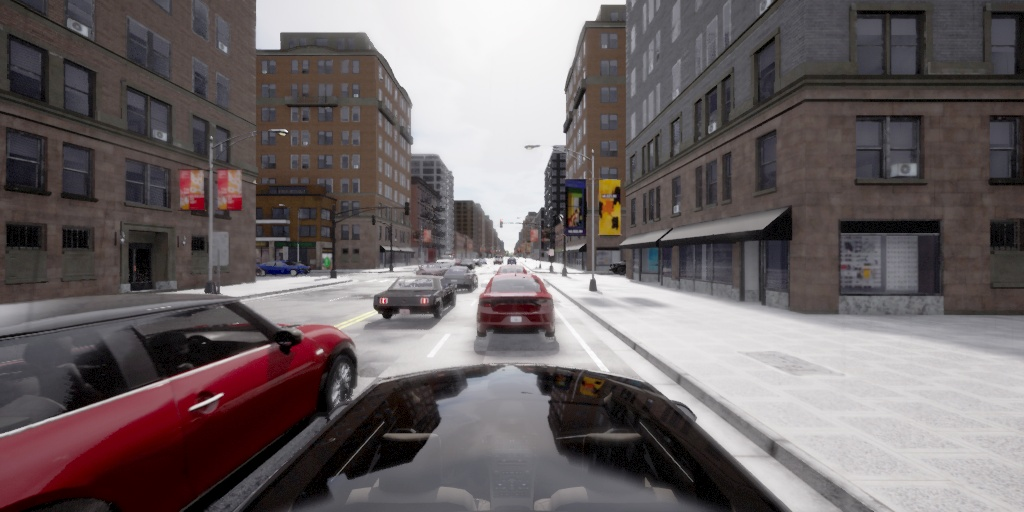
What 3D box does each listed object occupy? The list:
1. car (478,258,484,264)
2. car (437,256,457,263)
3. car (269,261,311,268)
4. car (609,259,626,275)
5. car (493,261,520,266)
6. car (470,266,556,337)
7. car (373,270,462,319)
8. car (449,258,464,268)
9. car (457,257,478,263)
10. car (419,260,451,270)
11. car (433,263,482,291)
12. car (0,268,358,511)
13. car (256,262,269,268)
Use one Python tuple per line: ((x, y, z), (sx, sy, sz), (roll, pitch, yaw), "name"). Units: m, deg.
((-6.574, 1.339, 64.041), (1.895, 1.301, 4.718), (0, 0, 0), "car")
((-9.835, 0.964, 53.621), (2.150, 2.045, 5.566), (0, 0, 2), "car")
((-22.757, 1.218, 35.638), (5.008, 1.535, 1.882), (0, 0, 0), "car")
((13.364, 1.009, 38.767), (5.566, 2.045, 2.150), (0, 0, 0), "car")
((-0.004, 1.227, 19.865), (1.882, 1.535, 5.008), (0, 0, 0), "car")
((0.099, 1.227, 10.293), (1.882, 1.535, 5.008), (0, 0, 0), "car")
((-3.153, 1.350, 12.768), (1.895, 1.301, 4.718), (0, 0, 0), "car")
((-9.828, 1.216, 63.660), (1.882, 1.535, 5.008), (0, 0, 0), "car")
((-6.605, 1.221, 53.366), (1.882, 1.535, 5.008), (0, 0, -1), "car")
((-6.606, 1.309, 29.570), (1.994, 1.385, 4.181), (0, 0, 0), "car")
((-3.157, 1.313, 21.525), (1.994, 1.385, 4.181), (0, 0, 0), "car")
((-3.153, 1.101, 3.073), (2.097, 1.767, 4.553), (0, 0, 0), "car")
((-25.425, 1.169, 33.112), (4.097, 1.591, 1.967), (0, 0, 0), "car")
